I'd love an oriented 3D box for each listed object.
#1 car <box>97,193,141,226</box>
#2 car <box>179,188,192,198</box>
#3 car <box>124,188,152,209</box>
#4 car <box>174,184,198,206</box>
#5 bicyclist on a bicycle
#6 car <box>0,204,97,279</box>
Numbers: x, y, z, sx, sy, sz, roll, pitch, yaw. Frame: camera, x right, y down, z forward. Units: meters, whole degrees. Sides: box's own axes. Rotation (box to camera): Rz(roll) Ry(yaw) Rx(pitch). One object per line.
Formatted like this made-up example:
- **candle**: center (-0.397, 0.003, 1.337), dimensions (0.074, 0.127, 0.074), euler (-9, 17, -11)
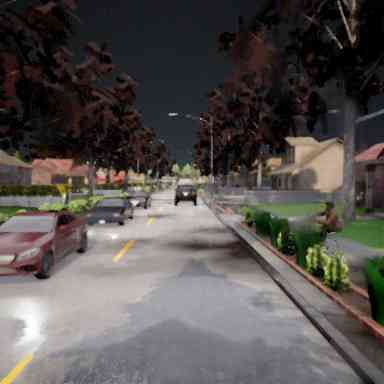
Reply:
- **car**: center (-4.457, 0.998, 18.925), dimensions (2.033, 1.411, 5.357), euler (0, 2, -1)
- **car**: center (-0.903, 0.101, 48.790), dimensions (1.812, 1.442, 4.674), euler (0, 1, -1)
- **car**: center (-4.636, 0.645, 29.107), dimensions (2.128, 1.511, 4.902), euler (0, 2, -1)
- **car**: center (-0.604, 0.242, 33.563), dimensions (2.150, 2.045, 5.566), euler (0, 2, 0)
- **bicyclist on a bicycle**: center (3.491, 0.988, 9.058), dimensions (1.656, 1.620, 0.582), euler (23, 24, -6)
- **car**: center (-4.266, 1.258, 9.256), dimensions (1.812, 1.442, 4.674), euler (0, 2, -1)
